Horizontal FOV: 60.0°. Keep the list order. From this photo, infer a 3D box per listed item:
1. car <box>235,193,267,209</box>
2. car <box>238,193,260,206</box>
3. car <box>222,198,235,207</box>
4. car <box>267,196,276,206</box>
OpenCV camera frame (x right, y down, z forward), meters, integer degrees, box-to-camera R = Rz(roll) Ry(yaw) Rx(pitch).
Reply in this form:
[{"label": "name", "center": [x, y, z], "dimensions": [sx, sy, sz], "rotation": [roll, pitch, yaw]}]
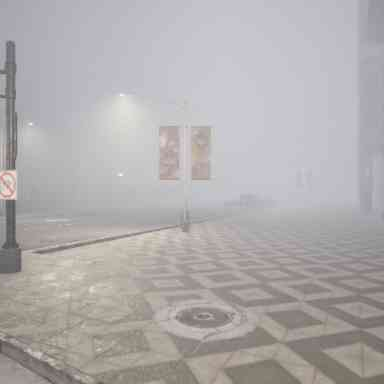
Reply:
[{"label": "car", "center": [8.159, 1.189, 45.846], "dimensions": [2.150, 2.045, 5.566], "rotation": [0, 0, 26]}, {"label": "car", "center": [9.762, 1.183, 56.630], "dimensions": [2.150, 2.045, 5.566], "rotation": [0, 0, 26]}, {"label": "car", "center": [6.106, 1.570, 49.063], "dimensions": [1.895, 1.301, 4.718], "rotation": [0, 0, 27]}, {"label": "car", "center": [12.671, 1.449, 55.178], "dimensions": [2.128, 1.511, 4.902], "rotation": [0, 0, 26]}]
